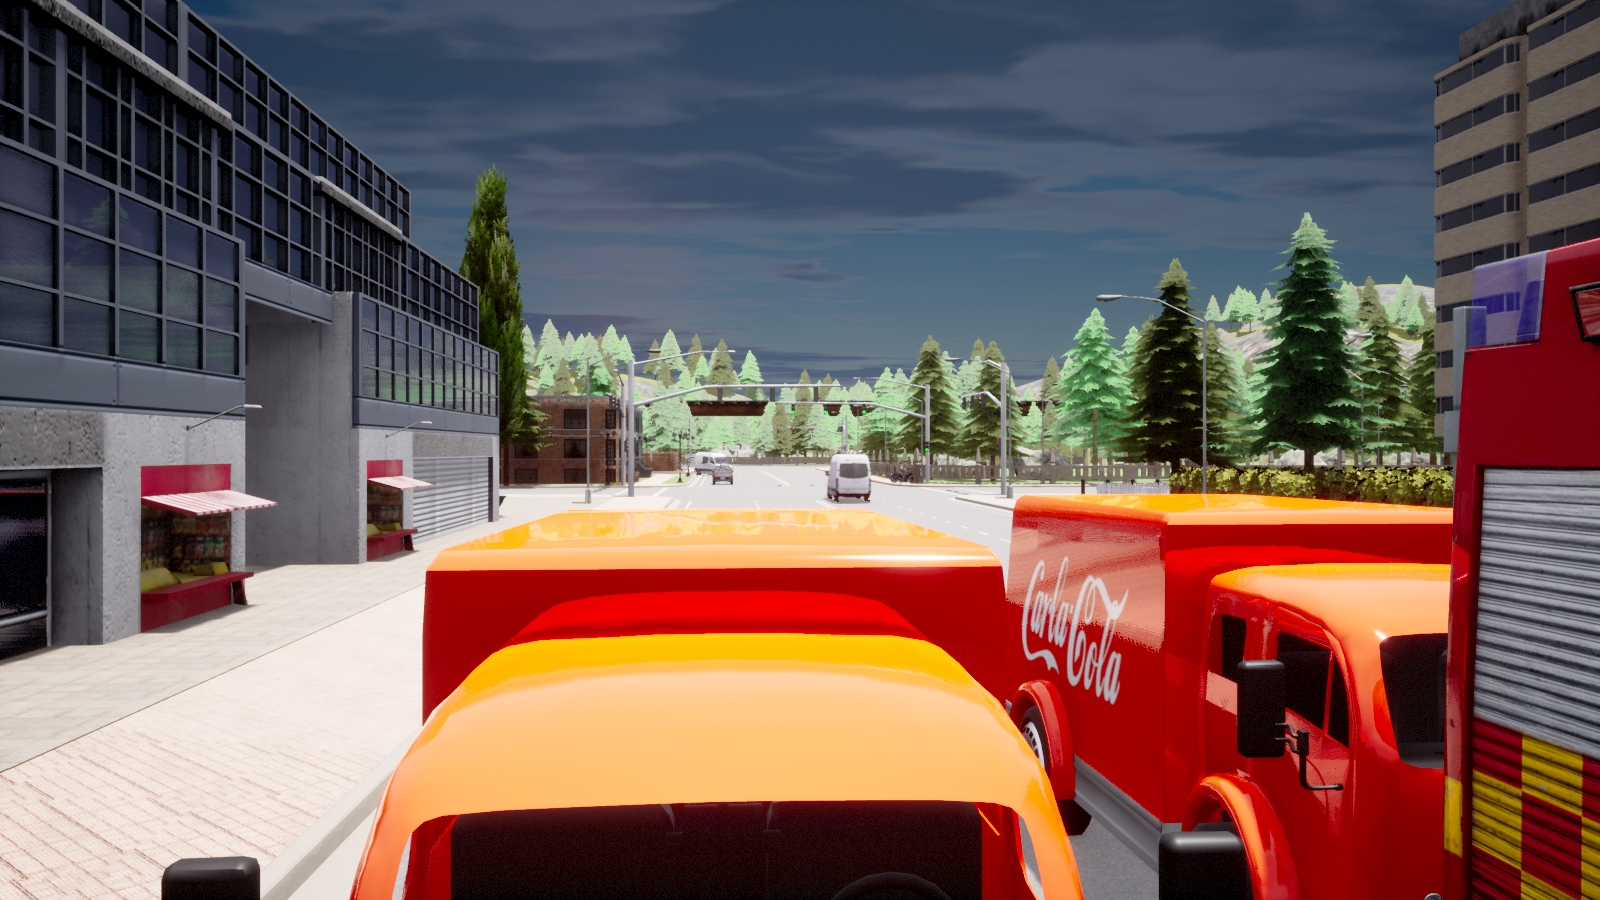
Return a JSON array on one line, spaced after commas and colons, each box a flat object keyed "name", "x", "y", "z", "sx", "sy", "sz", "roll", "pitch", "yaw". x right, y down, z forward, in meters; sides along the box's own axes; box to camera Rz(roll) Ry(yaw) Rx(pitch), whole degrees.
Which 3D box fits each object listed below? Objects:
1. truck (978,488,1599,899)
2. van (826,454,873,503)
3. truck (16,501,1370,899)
[{"name": "truck", "x": 3.003, "y": 1.568, "z": 7.234, "sx": 2.627, "sy": 2.467, "sz": 5.204, "roll": 0, "pitch": 0, "yaw": -4}, {"name": "van", "x": 2.698, "y": 1.534, "z": 64.027, "sx": 1.988, "sy": 2.561, "sz": 5.915, "roll": 0, "pitch": 0, "yaw": -4}, {"name": "truck", "x": -0.347, "y": 1.568, "z": 4.821, "sx": 2.627, "sy": 2.467, "sz": 5.204, "roll": 0, "pitch": 0, "yaw": -4}]
